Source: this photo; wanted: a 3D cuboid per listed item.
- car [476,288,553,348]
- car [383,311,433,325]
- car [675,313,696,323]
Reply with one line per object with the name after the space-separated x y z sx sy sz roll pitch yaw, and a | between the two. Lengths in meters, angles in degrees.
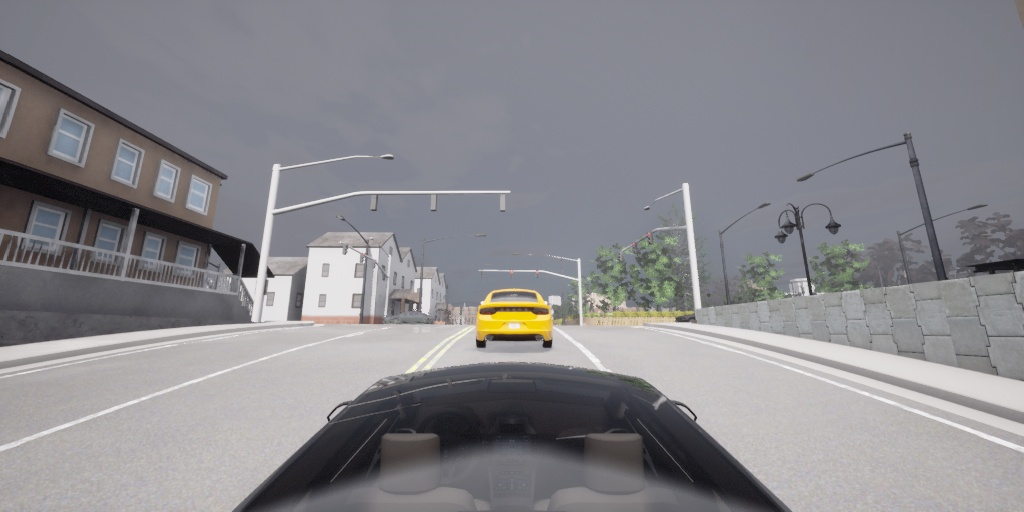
0.062 1.723 10.543 1.882 1.535 5.008 0 -7 0 | car
-9.059 5.537 31.412 4.181 1.385 1.994 6 -13 -26 | car
16.463 5.260 30.404 5.008 1.535 1.882 0 -12 1 | car
